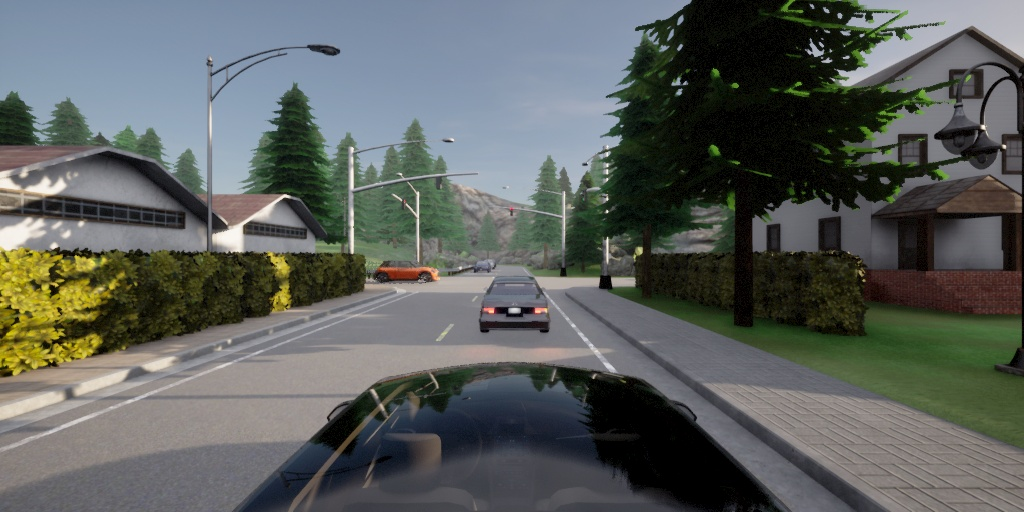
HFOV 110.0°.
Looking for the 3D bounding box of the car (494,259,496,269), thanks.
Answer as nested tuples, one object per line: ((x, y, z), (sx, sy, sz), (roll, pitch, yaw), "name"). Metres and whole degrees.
((-3.561, 1.275, 53.665), (1.812, 1.442, 4.674), (0, 0, 0), "car")

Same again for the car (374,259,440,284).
((-7.699, 1.093, 26.572), (4.553, 1.767, 2.097), (0, 0, -6), "car")

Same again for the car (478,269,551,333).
((0.076, 1.297, 10.729), (2.033, 1.411, 5.357), (0, 0, 0), "car")

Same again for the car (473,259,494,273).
((-3.567, 1.275, 43.648), (1.812, 1.442, 4.674), (0, 0, 0), "car")
